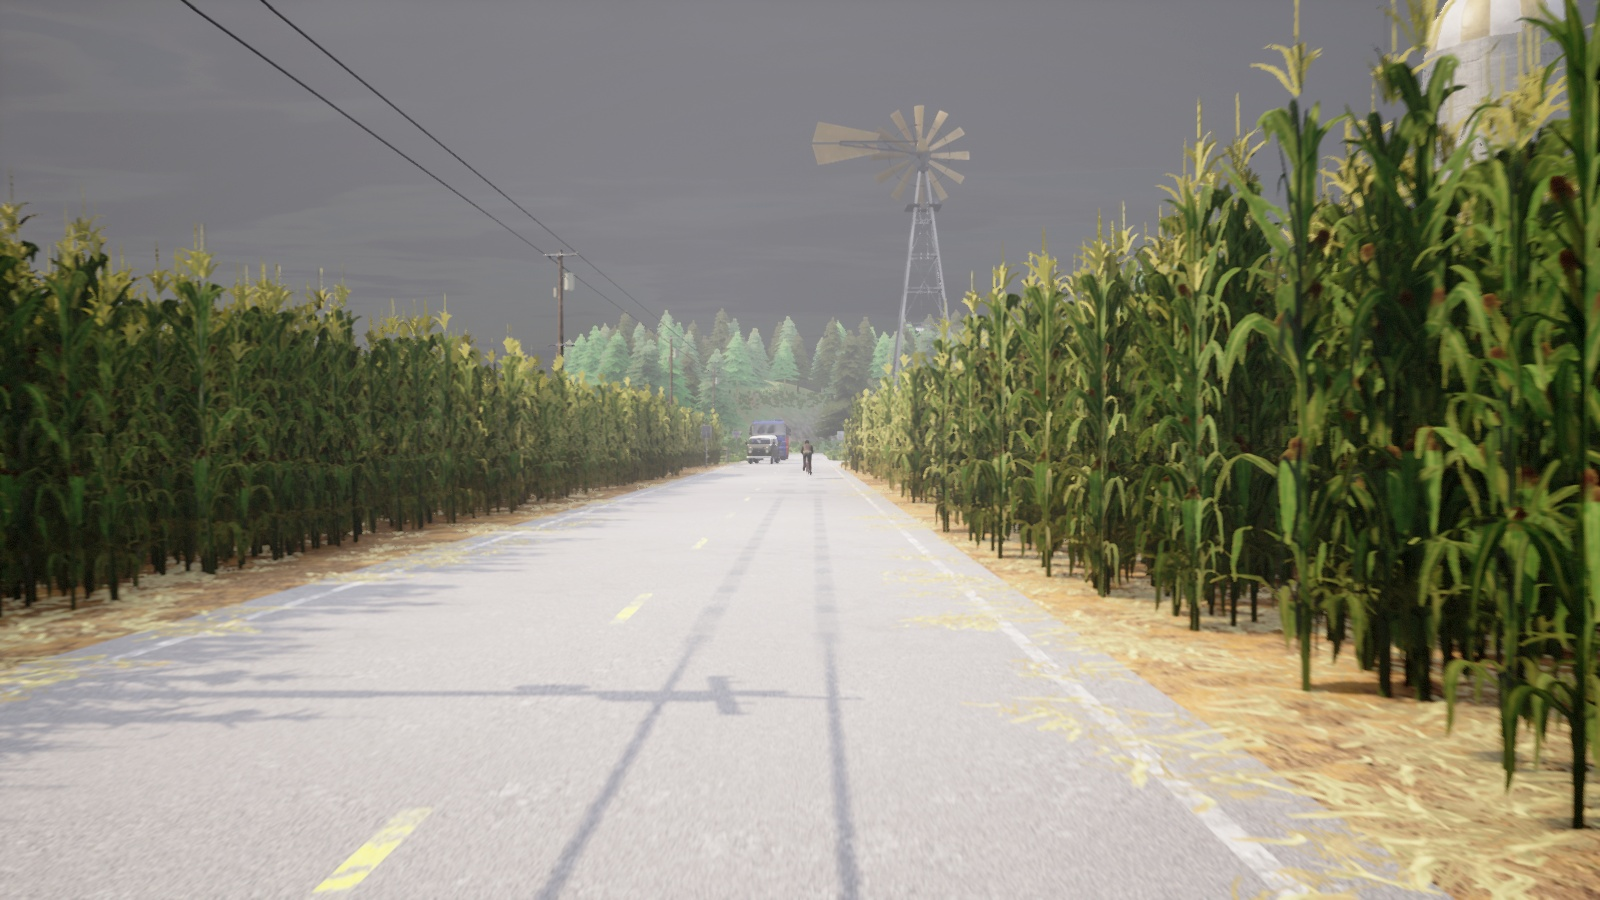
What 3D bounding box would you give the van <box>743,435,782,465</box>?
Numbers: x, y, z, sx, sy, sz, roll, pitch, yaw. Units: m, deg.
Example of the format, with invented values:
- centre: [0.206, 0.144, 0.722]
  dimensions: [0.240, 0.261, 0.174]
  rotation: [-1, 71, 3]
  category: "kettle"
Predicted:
- centre: [-2.599, -0.032, 88.639]
  dimensions: [2.069, 2.038, 4.480]
  rotation: [0, 0, 7]
  category: "van"
